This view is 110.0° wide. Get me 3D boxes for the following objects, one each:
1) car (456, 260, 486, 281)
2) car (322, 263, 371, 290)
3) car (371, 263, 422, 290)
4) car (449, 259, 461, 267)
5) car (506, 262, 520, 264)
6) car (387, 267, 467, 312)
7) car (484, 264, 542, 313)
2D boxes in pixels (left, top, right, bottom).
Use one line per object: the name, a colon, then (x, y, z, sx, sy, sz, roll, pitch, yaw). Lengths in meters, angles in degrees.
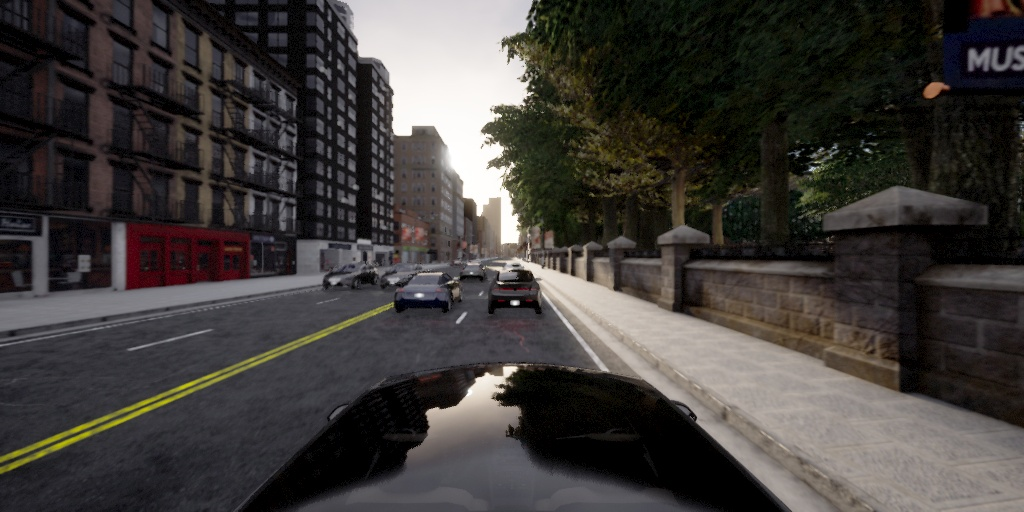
car: (-3.147, 1.298, 29.960, 1.994, 1.385, 4.181, 0, 0, 0)
car: (-9.847, 1.229, 22.293, 2.128, 1.511, 4.902, 0, 0, 0)
car: (-6.597, 1.229, 22.277, 2.128, 1.511, 4.902, 0, 0, 0)
car: (-9.768, 1.301, 63.380, 1.994, 1.385, 4.181, 0, 0, 1)
car: (0.103, 1.259, 30.399, 1.812, 1.442, 4.674, 0, 0, 0)
car: (-3.149, 1.306, 14.206, 1.994, 1.385, 4.181, 0, 0, 0)
car: (0.101, 1.247, 13.903, 1.837, 1.490, 4.892, 0, 0, 0)
